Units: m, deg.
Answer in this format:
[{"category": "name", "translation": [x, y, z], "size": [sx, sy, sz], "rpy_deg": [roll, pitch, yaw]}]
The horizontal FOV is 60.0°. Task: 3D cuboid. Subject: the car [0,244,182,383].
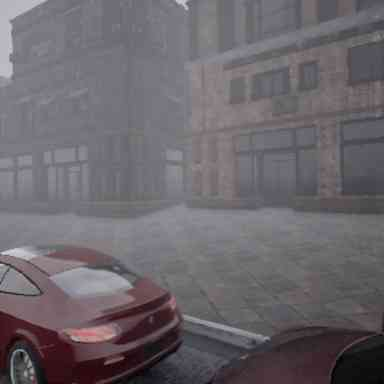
[{"category": "car", "translation": [-2.291, 1.515, 4.917], "size": [4.674, 1.452, 2.002], "rpy_deg": [0, 0, 35]}]
